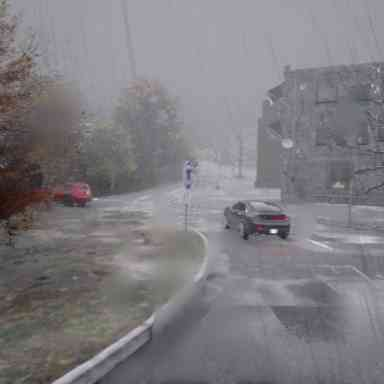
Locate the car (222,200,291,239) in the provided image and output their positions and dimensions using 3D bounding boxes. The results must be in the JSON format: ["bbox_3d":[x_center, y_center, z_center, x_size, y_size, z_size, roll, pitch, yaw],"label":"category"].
[{"bbox_3d":[2.698,1.103,14.734,1.837,1.490,4.892,2,2,-8],"label":"car"}]

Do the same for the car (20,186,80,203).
[{"bbox_3d":[-13.588,0.212,31.973,5.008,1.535,1.882,1,2,5],"label":"car"}]

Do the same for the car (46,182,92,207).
[{"bbox_3d":[-11.407,0.140,28.690,5.566,2.045,2.150,1,1,13],"label":"car"}]
